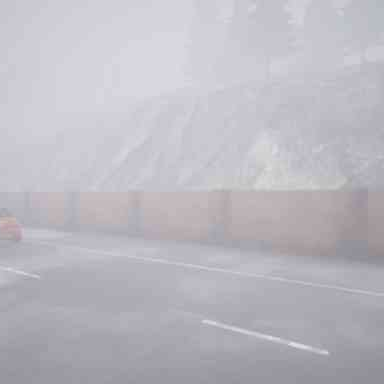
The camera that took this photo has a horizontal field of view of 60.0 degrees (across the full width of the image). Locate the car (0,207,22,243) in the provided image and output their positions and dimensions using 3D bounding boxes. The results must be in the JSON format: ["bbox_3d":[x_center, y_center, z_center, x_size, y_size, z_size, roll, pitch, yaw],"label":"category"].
[{"bbox_3d":[-9.925,1.456,15.401,4.553,1.767,2.097,0,0,35],"label":"car"}]
